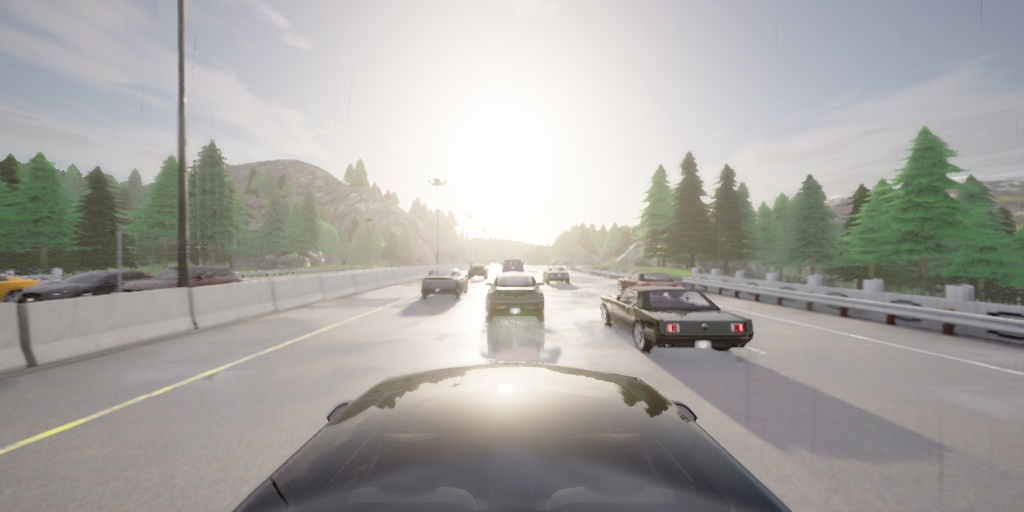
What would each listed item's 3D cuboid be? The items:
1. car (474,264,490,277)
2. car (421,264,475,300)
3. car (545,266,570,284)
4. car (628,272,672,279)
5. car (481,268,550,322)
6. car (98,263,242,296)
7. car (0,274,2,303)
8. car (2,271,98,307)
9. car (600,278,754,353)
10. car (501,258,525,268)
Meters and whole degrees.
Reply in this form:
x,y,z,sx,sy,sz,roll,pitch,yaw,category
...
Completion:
x,y,z,sx,sy,sz,roll,pitch,yaw,category
-3.407,1.562,36.683,1.837,1.490,4.892,0,-1,0,car
-3.403,1.380,18.839,2.128,1.511,4.902,0,-1,0,car
3.595,1.537,29.732,2.033,1.411,5.357,0,-1,0,car
7.098,1.486,18.833,1.895,1.301,4.718,0,-1,0,car
0.097,1.333,12.624,1.837,1.490,4.892,0,-1,0,car
-14.090,1.212,15.484,2.097,1.767,4.553,0,-1,0,car
-21.094,1.319,13.237,1.882,1.535,5.008,0,-1,0,car
-17.590,1.367,15.530,1.837,1.490,4.892,0,-1,0,car
3.600,1.397,8.970,1.895,1.301,4.718,0,0,0,car
0.093,1.271,35.997,2.150,2.045,5.566,0,-1,0,car
